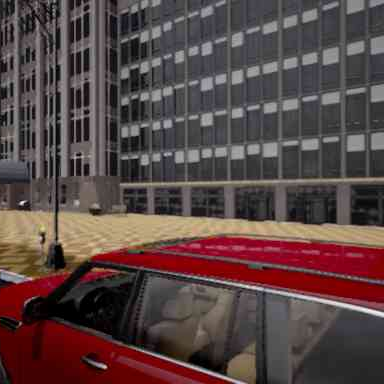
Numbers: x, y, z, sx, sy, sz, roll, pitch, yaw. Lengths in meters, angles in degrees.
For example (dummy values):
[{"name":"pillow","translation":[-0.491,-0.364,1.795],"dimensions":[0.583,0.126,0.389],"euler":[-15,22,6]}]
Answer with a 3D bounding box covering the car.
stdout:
[{"name":"car","translation":[-0.010,1.311,2.889],"dimensions":[5.009,1.841,2.192],"euler":[0,0,36]}]
